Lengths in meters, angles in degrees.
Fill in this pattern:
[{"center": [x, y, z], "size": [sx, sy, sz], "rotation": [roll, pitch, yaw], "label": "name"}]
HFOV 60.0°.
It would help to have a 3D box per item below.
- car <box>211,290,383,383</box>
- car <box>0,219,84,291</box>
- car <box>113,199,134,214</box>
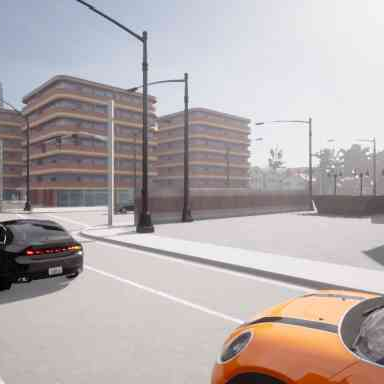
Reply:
[{"center": [2.319, 1.352, 2.301], "size": [4.553, 1.767, 2.097], "rotation": [0, 0, 40], "label": "car"}, {"center": [-4.699, 1.505, 9.166], "size": [1.837, 1.490, 4.892], "rotation": [0, 0, -43], "label": "car"}, {"center": [-6.322, 1.491, 34.976], "size": [4.902, 1.511, 2.128], "rotation": [0, 0, -44], "label": "car"}]
